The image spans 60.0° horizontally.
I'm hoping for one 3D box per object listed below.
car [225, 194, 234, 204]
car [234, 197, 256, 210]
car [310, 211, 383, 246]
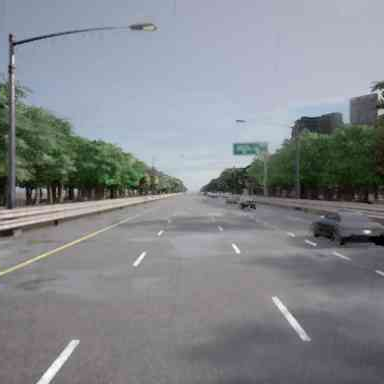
[{"bbox_3d":[7.169,1.522,61.064,2.033,1.411,5.357,0,0,0],"label":"car"},{"bbox_3d":[7.086,1.499,43.403,1.837,1.490,4.892,0,0,0],"label":"car"},{"bbox_3d":[7.006,1.571,15.298,1.994,1.385,4.181,0,0,0],"label":"car"}]
